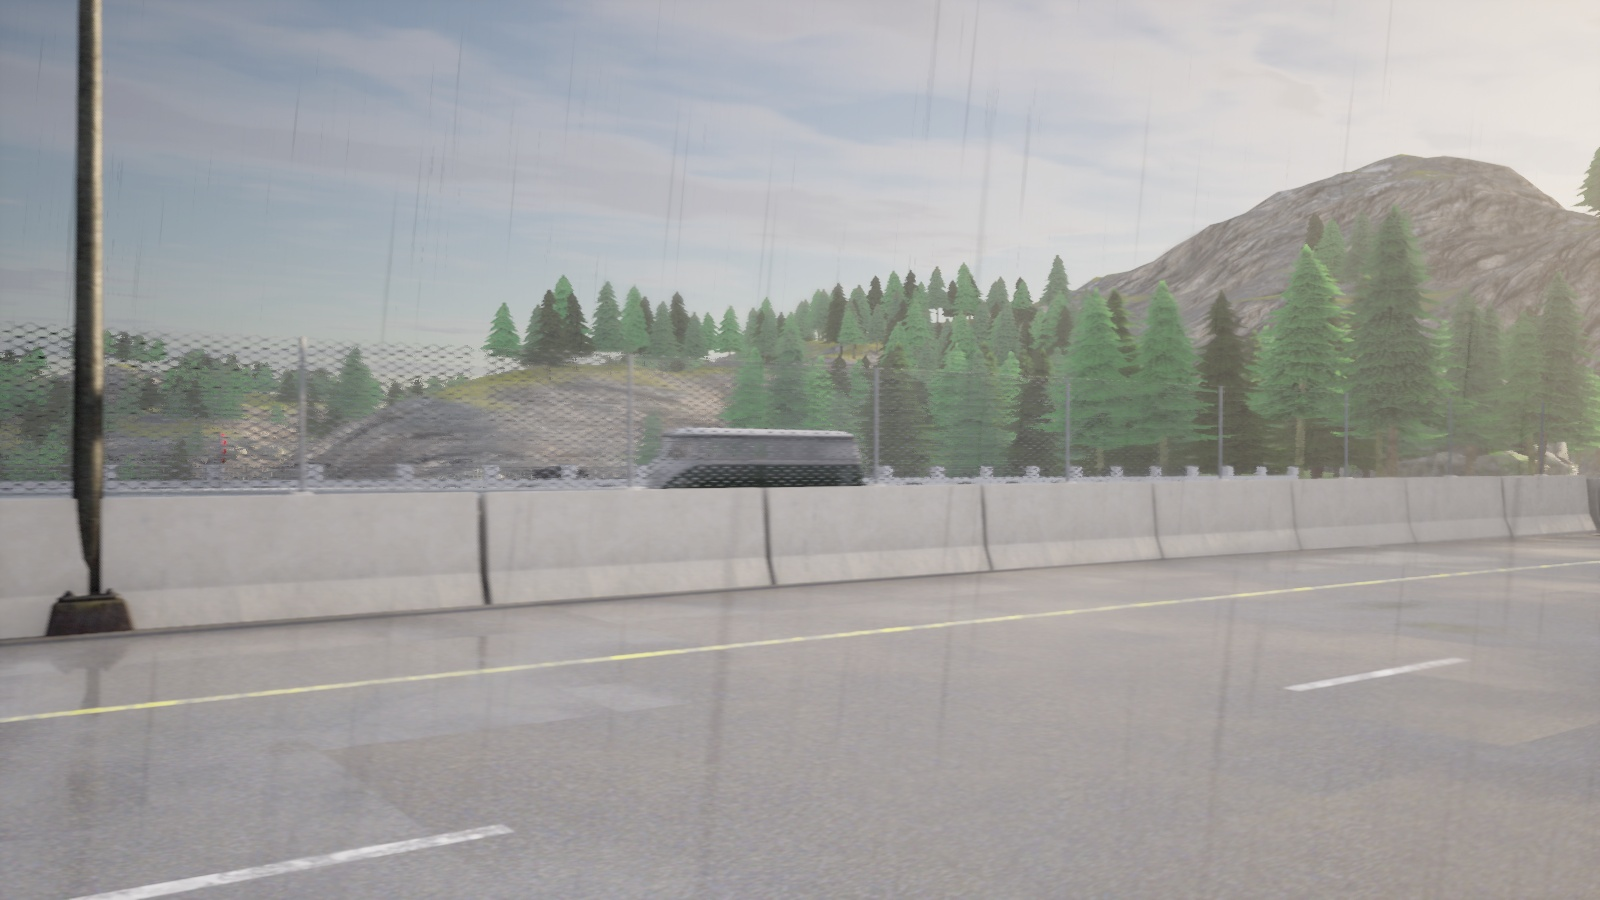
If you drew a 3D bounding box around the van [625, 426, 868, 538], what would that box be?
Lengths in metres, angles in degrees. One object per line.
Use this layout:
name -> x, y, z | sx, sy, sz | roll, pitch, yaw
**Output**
van -> -0.976, 0.570, 24.302 | 4.442, 1.987, 1.775 | 0, 0, -35
